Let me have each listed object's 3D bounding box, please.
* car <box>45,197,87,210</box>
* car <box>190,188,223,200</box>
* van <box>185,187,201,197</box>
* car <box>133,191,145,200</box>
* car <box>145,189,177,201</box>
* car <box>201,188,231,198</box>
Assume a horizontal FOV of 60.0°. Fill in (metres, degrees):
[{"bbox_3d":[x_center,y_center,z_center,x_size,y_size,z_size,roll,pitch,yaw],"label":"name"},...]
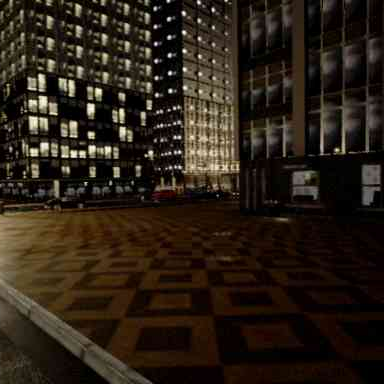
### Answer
[{"bbox_3d":[-13.755,1.229,36.397,4.403,1.369,2.008,-2,2,-44],"label":"car"},{"bbox_3d":[2.253,0.573,52.294,4.313,1.339,1.947,-2,2,-44],"label":"car"},{"bbox_3d":[0.404,0.053,62.222,3.998,1.788,1.690,-2,2,-44],"label":"van"},{"bbox_3d":[-7.641,0.487,54.323,4.097,1.590,1.967,-2,2,-44],"label":"car"},{"bbox_3d":[-4.621,0.390,53.590,4.553,1.767,2.097,-2,3,-44],"label":"car"},{"bbox_3d":[4.499,0.343,58.211,5.357,1.411,2.033,-2,3,-44],"label":"car"}]
